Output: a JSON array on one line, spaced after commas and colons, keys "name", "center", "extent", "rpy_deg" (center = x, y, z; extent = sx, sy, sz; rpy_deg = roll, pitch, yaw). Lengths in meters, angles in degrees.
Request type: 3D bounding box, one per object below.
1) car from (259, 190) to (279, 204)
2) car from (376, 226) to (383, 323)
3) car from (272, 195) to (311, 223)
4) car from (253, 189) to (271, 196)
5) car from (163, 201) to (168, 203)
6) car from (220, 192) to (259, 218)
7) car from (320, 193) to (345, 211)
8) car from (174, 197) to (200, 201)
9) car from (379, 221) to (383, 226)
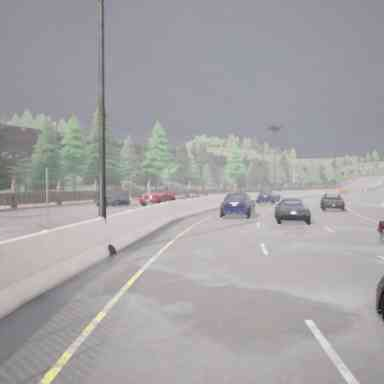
[{"name": "car", "center": [9.497, 0.519, 40.722], "extent": [2.097, 1.767, 4.553], "rpy_deg": [1, 2, 26]}, {"name": "car", "center": [3.791, 1.434, 3.345], "extent": [1.837, 1.490, 4.892], "rpy_deg": [0, 1, 2]}, {"name": "car", "center": [6.309, 1.131, 21.069], "extent": [1.994, 1.385, 4.181], "rpy_deg": [0, 1, 13]}, {"name": "car", "center": [14.466, 0.126, 68.375], "extent": [1.994, 1.385, 4.181], "rpy_deg": [1, 1, 36]}, {"name": "car", "center": [-3.710, 0.467, 36.713], "extent": [2.150, 2.045, 5.566], "rpy_deg": [0, 1, 21]}, {"name": "car", "center": [3.472, 0.848, 24.502], "extent": [2.097, 1.767, 4.553], "rpy_deg": [0, 1, 16]}, {"name": "car", "center": [12.741, 0.872, 30.236], "extent": [2.128, 1.511, 4.902], "rpy_deg": [0, 1, 20]}, {"name": "car", "center": [-0.344, 0.866, 35.798], "extent": [1.895, 1.301, 4.718], "rpy_deg": [0, 1, 21]}, {"name": "car", "center": [7.907, 1.377, 10.825], "extent": [1.895, 1.301, 4.718], "rpy_deg": [0, 1, 7]}]
